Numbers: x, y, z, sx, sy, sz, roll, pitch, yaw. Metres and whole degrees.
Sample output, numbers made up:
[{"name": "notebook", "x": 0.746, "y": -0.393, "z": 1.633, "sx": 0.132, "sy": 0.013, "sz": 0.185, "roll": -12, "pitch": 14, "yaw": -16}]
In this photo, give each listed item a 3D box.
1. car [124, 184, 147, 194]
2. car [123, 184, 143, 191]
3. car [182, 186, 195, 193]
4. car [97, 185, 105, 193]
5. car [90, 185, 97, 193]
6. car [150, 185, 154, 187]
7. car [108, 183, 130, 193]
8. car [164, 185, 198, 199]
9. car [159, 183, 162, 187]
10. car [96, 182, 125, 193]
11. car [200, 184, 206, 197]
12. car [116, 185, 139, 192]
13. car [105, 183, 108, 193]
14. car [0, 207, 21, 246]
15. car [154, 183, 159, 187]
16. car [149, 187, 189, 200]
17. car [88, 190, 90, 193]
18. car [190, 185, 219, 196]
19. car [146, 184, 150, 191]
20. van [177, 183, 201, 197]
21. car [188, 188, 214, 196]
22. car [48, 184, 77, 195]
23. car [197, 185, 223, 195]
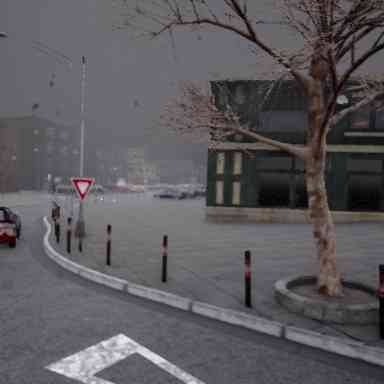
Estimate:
[{"name": "car", "x": -11.349, "y": -0.362, "z": 67.460, "sx": 1.994, "sy": 1.385, "sz": 4.181, "roll": 2, "pitch": 2, "yaw": 16}, {"name": "car", "x": -14.829, "y": -1.168, "z": 83.388, "sx": 4.553, "sy": 1.767, "sz": 2.185, "roll": 2, "pitch": 2, "yaw": 16}, {"name": "car", "x": -0.896, "y": -0.716, "z": 86.814, "sx": 2.128, "sy": 1.511, "sz": 4.902, "roll": 2, "pitch": 2, "yaw": 16}, {"name": "car", "x": -19.989, "y": -0.697, "z": 64.791, "sx": 4.553, "sy": 1.767, "sz": 2.185, "roll": 2, "pitch": 2, "yaw": 16}, {"name": "car", "x": -20.766, "y": -0.472, "z": 62.150, "sx": 4.674, "sy": 1.452, "sz": 2.002, "roll": 2, "pitch": 2, "yaw": 16}, {"name": "car", "x": -13.278, "y": -1.296, "z": 88.679, "sx": 4.553, "sy": 1.767, "sz": 2.185, "roll": 2, "pitch": 2, "yaw": 16}, {"name": "car", "x": -14.261, "y": -0.802, "z": 68.127, "sx": 2.150, "sy": 2.045, "sz": 5.566, "roll": 2, "pitch": 2, "yaw": 16}, {"name": "car", "x": -1.857, "y": 0.148, "z": 54.854, "sx": 4.553, "sy": 1.767, "sz": 2.185, "roll": 2, "pitch": 2, "yaw": 16}, {"name": "car", "x": -11.815, "y": -1.295, "z": 93.998, "sx": 4.892, "sy": 1.521, "sz": 2.231, "roll": 2, "pitch": 2, "yaw": 16}, {"name": "car", "x": -17.805, "y": -1.024, "z": 72.768, "sx": 5.566, "sy": 2.045, "sz": 2.435, "roll": 2, "pitch": 2, "yaw": 16}, {"name": "car", "x": 0.404, "y": -0.045, "z": 62.884, "sx": 4.553, "sy": 1.767, "sz": 2.185, "roll": 2, "pitch": 2, "yaw": 16}, {"name": "car", "x": -15.553, "y": -0.975, "z": 80.732, "sx": 5.008, "sy": 1.535, "sz": 2.097, "roll": 2, "pitch": 2, "yaw": 16}, {"name": "car", "x": -19.282, "y": -0.636, "z": 67.464, "sx": 4.892, "sy": 1.521, "sz": 2.231, "roll": 2, "pitch": 2, "yaw": 16}, {"name": "car", "x": -7.904, "y": 1.245, "z": 13.118, "sx": 1.994, "sy": 1.385, "sz": 4.181, "roll": 1, "pitch": 1, "yaw": -26}, {"name": "car", "x": -12.560, "y": -1.233, "z": 91.343, "sx": 4.892, "sy": 1.521, "sz": 2.231, "roll": 2, "pitch": 2, "yaw": 16}, {"name": "car", "x": -3.393, "y": 0.407, "z": 49.644, "sx": 4.792, "sy": 1.488, "sz": 2.163, "roll": 2, "pitch": 2, "yaw": 16}, {"name": "car", "x": -21.518, "y": -0.451, "z": 59.498, "sx": 5.008, "sy": 1.535, "sz": 2.097, "roll": 2, "pitch": 2, "yaw": 16}, {"name": "car", "x": 2.667, "y": -0.381, "z": 70.901, "sx": 5.566, "sy": 2.045, "sz": 2.435, "roll": 2, "pitch": 2, "yaw": 16}, {"name": "car", "x": -14.083, "y": -1.233, "z": 86.042, "sx": 4.553, "sy": 1.767, "sz": 2.185, "roll": 2, "pitch": 2, "yaw": 16}, {"name": "van", "x": -1.209, "y": -0.019, "z": 57.690, "sx": 4.442, "sy": 1.987, "sz": 1.878, "roll": 2, "pitch": 2, "yaw": 16}, {"name": "car", "x": 1.884, "y": -0.060, "z": 68.243, "sx": 4.892, "sy": 1.521, "sz": 2.231, "roll": 2, "pitch": 2, "yaw": 16}, {"name": "car", "x": -22.226, "y": -0.518, "z": 56.826, "sx": 4.553, "sy": 1.767, "sz": 2.185, "roll": 2, "pitch": 2, "yaw": 16}, {"name": "car", "x": 4.153, "y": -0.524, "z": 76.387, "sx": 5.566, "sy": 2.045, "sz": 2.435, "roll": 2, "pitch": 2, "yaw": 16}]
